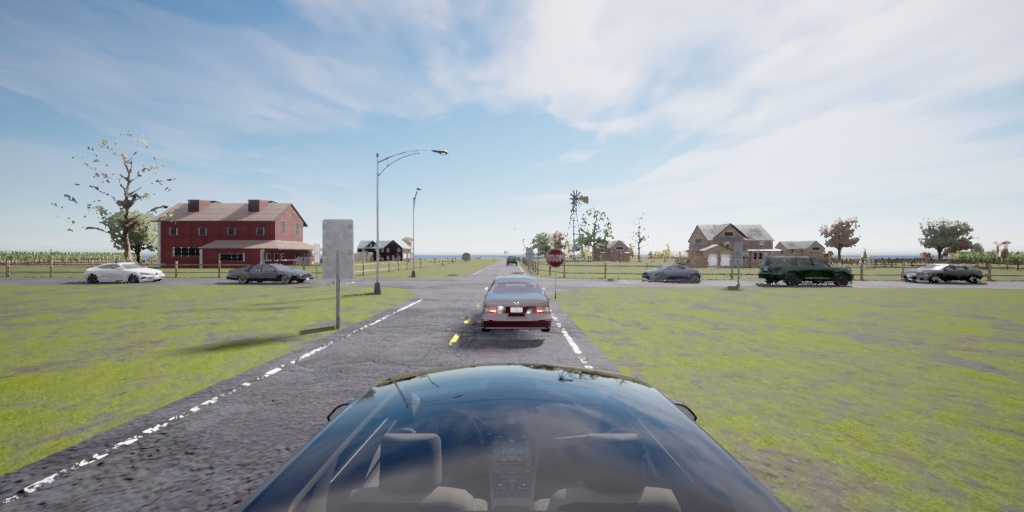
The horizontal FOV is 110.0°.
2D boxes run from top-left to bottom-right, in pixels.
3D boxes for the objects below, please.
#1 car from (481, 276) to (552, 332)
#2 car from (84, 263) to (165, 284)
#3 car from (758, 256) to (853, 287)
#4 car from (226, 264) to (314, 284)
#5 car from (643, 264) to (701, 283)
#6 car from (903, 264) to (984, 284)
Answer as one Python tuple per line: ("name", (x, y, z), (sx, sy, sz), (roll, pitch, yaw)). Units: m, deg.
("car", (0.100, 1.297, 10.823), (2.033, 1.411, 5.357), (0, 0, 0))
("car", (-27.781, 1.196, 25.730), (4.674, 1.442, 1.812), (0, 0, 1))
("car", (20.604, 1.046, 25.349), (5.566, 2.045, 2.150), (0, 0, 0))
("car", (-17.247, 1.246, 25.641), (5.357, 1.411, 2.033), (0, 0, 0))
("car", (12.567, 1.352, 28.358), (4.181, 1.385, 1.994), (0, 0, 1))
("car", (33.760, 1.366, 28.189), (4.902, 1.511, 2.128), (0, 0, 1))
